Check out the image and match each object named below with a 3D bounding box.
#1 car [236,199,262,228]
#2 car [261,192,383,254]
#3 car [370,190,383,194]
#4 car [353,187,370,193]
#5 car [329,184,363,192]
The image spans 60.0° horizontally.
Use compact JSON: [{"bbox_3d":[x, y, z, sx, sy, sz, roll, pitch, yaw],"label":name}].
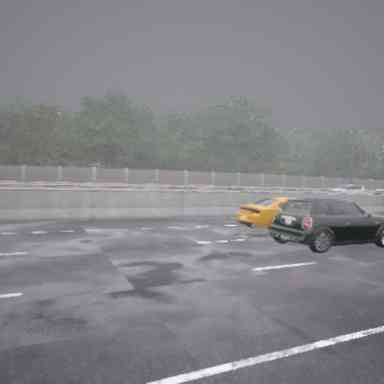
[{"bbox_3d":[4.474,0.975,15.495,5.008,1.535,1.882,1,3,-25],"label":"car"},{"bbox_3d":[5.095,1.018,11.918,4.553,1.767,2.097,1,3,-25],"label":"car"},{"bbox_3d":[24.631,0.589,40.473,4.902,1.511,2.128,1,3,-25],"label":"car"},{"bbox_3d":[24.054,0.454,44.052,4.674,1.442,1.812,1,3,-25],"label":"car"},{"bbox_3d":[21.908,-0.038,46.884,5.566,2.045,2.150,1,3,-25],"label":"car"}]
